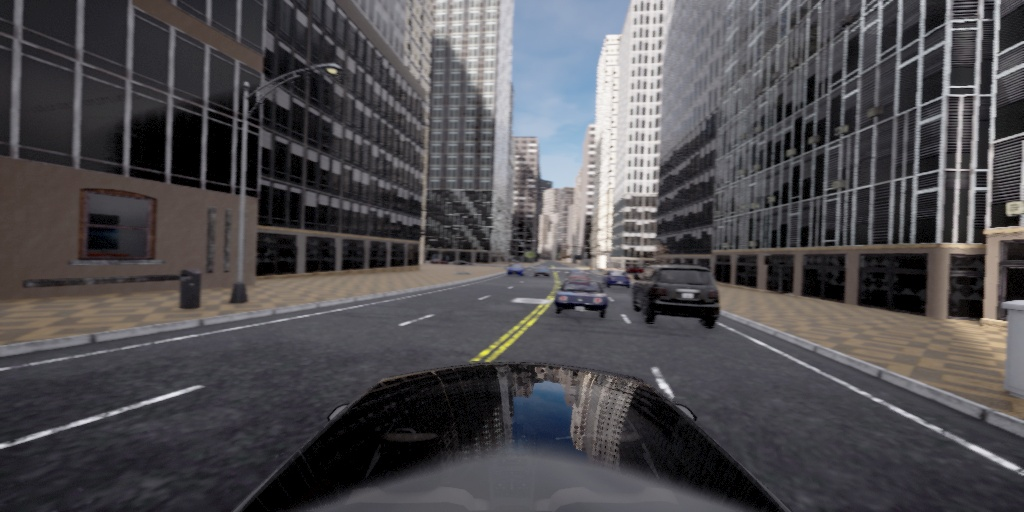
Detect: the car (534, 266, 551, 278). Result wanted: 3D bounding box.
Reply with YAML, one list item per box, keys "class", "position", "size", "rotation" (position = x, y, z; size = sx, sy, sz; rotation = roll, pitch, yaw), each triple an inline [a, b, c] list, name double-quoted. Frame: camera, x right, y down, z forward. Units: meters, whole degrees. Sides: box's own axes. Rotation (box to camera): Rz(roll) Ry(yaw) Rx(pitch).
- class: "car"
  position: [3.695, 1.902, 43.898]
  size: [2.033, 1.411, 5.357]
  rotation: [2, -1, 6]

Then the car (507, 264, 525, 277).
- class: "car"
  position: [0.504, 1.709, 44.402]
  size: [1.882, 1.535, 5.008]
  rotation: [2, 0, 6]

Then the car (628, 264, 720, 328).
- class: "car"
  position: [5.953, 1.351, 13.604]
  size: [2.150, 2.045, 5.566]
  rotation: [2, 0, 12]

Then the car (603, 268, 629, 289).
- class: "car"
  position: [8.835, 1.946, 30.529]
  size: [1.812, 1.442, 4.674]
  rotation: [2, 0, 8]

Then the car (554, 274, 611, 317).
- class: "car"
  position: [2.881, 1.613, 14.843]
  size: [1.895, 1.301, 4.718]
  rotation: [2, -1, 12]

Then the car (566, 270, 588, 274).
- class: "car"
  position: [5.579, 1.856, 30.691]
  size: [1.994, 1.385, 4.181]
  rotation: [2, 0, 8]
